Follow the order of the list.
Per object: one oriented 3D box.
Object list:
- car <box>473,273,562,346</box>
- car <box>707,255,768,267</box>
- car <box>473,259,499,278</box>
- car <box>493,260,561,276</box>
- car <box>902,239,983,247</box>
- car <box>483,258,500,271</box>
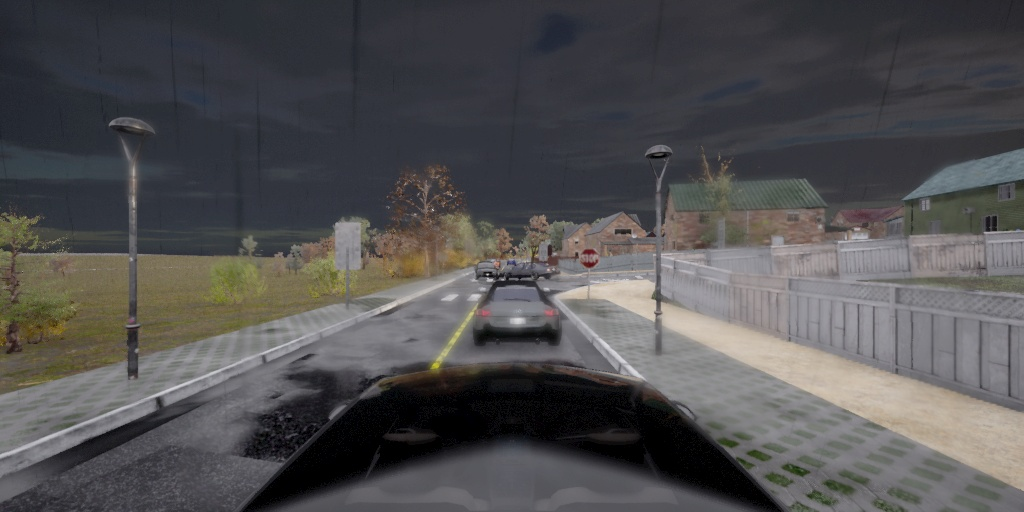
[{"bbox_3d":[0.089,1.313,9.400,1.994,1.385,4.181,0,0,-1],"label":"car"},{"bbox_3d":[14.352,0.413,22.815,4.181,1.385,1.994,-3,0,16],"label":"car"},{"bbox_3d":[-2.299,1.258,31.322,1.837,1.490,4.892,0,0,-8],"label":"car"},{"bbox_3d":[1.293,1.198,28.417,5.357,1.411,2.033,-4,-3,43],"label":"car"},{"bbox_3d":[23.857,-0.208,20.409,4.902,1.511,2.128,-3,0,14],"label":"car"},{"bbox_3d":[-2.928,1.121,51.139,2.097,1.767,4.553,0,0,1],"label":"car"}]
